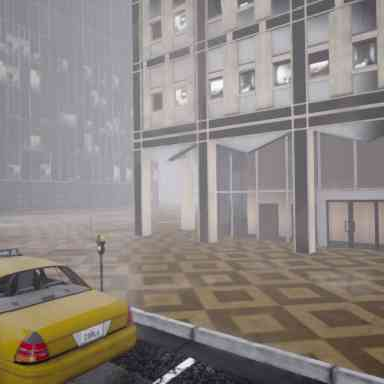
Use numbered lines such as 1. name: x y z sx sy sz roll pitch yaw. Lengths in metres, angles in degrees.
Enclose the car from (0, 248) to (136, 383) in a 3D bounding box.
1. car: -2.978 1.528 5.014 4.829 1.417 1.752 0 -1 36
